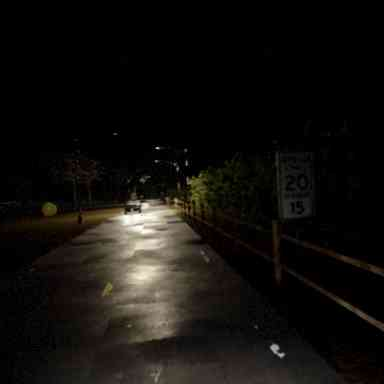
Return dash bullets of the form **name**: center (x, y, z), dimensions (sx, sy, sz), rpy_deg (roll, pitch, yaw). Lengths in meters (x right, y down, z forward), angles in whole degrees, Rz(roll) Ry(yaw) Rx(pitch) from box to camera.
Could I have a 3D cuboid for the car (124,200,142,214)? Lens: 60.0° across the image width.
- **car**: center (-6.951, 1.766, 39.591), dimensions (2.128, 1.511, 4.902), rpy_deg (-3, 0, -6)
